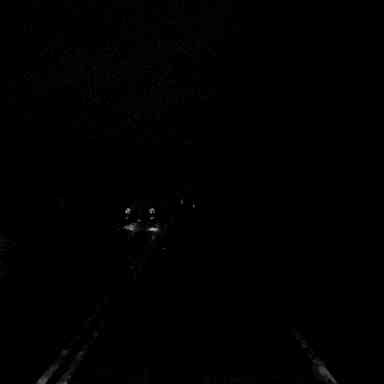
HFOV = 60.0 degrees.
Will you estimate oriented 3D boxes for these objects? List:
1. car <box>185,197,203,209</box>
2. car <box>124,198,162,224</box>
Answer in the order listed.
[{"bbox_3d":[0.242,1.337,41.135,1.837,1.490,4.892,0,1,1],"label":"car"},{"bbox_3d":[-3.330,1.221,23.267,2.097,1.767,4.553,0,0,0],"label":"car"}]
